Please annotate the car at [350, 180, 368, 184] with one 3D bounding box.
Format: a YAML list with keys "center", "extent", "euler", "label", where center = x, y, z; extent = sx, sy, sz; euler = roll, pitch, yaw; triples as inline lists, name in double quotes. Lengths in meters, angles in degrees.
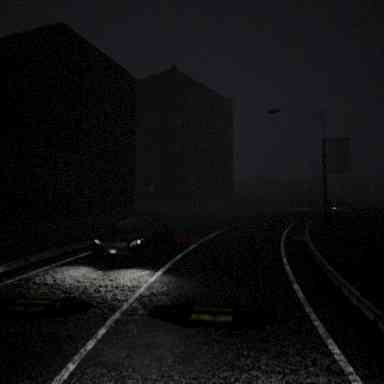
- center: [40.006, -2.244, 81.849]
  extent: [4.553, 1.767, 2.185]
  euler: [1, -5, -15]
  label: "car"

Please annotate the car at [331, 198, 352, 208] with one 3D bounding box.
- center: [21.166, 1.596, 47.997]
  extent: [4.181, 1.385, 1.994]
  euler: [0, -3, -36]
  label: "car"

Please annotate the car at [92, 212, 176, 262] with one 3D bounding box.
- center: [-1.883, 1.513, 12.310]
  extent: [1.812, 1.442, 4.674]
  euler: [-1, 0, 13]
  label: "car"

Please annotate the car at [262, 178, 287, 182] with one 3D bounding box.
- center: [18.458, -2.563, 76.794]
  extent: [4.892, 1.521, 2.231]
  euler: [1, -4, -11]
  label: "car"

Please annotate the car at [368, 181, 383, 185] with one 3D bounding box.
- center: [45.501, -1.944, 83.446]
  extent: [4.792, 1.488, 2.163]
  euler: [1, -5, -16]
  label: "car"

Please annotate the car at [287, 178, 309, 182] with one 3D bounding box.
- center: [23.867, -2.480, 77.891]
  extent: [4.892, 1.521, 2.231]
  euler: [1, -4, -12]
  label: "car"

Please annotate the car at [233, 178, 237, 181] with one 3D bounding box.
- center: [7.732, -2.827, 74.643]
  extent: [4.553, 1.767, 2.185]
  euler: [1, -4, -11]
  label: "car"

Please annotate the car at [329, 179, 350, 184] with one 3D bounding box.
- center: [34.670, -2.250, 80.413]
  extent: [5.008, 1.535, 2.097]
  euler: [1, -4, -14]
  label: "car"

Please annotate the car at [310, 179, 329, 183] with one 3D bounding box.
- center: [29.282, -2.332, 79.091]
  extent: [4.674, 1.452, 2.002]
  euler: [1, -4, -13]
  label: "car"
